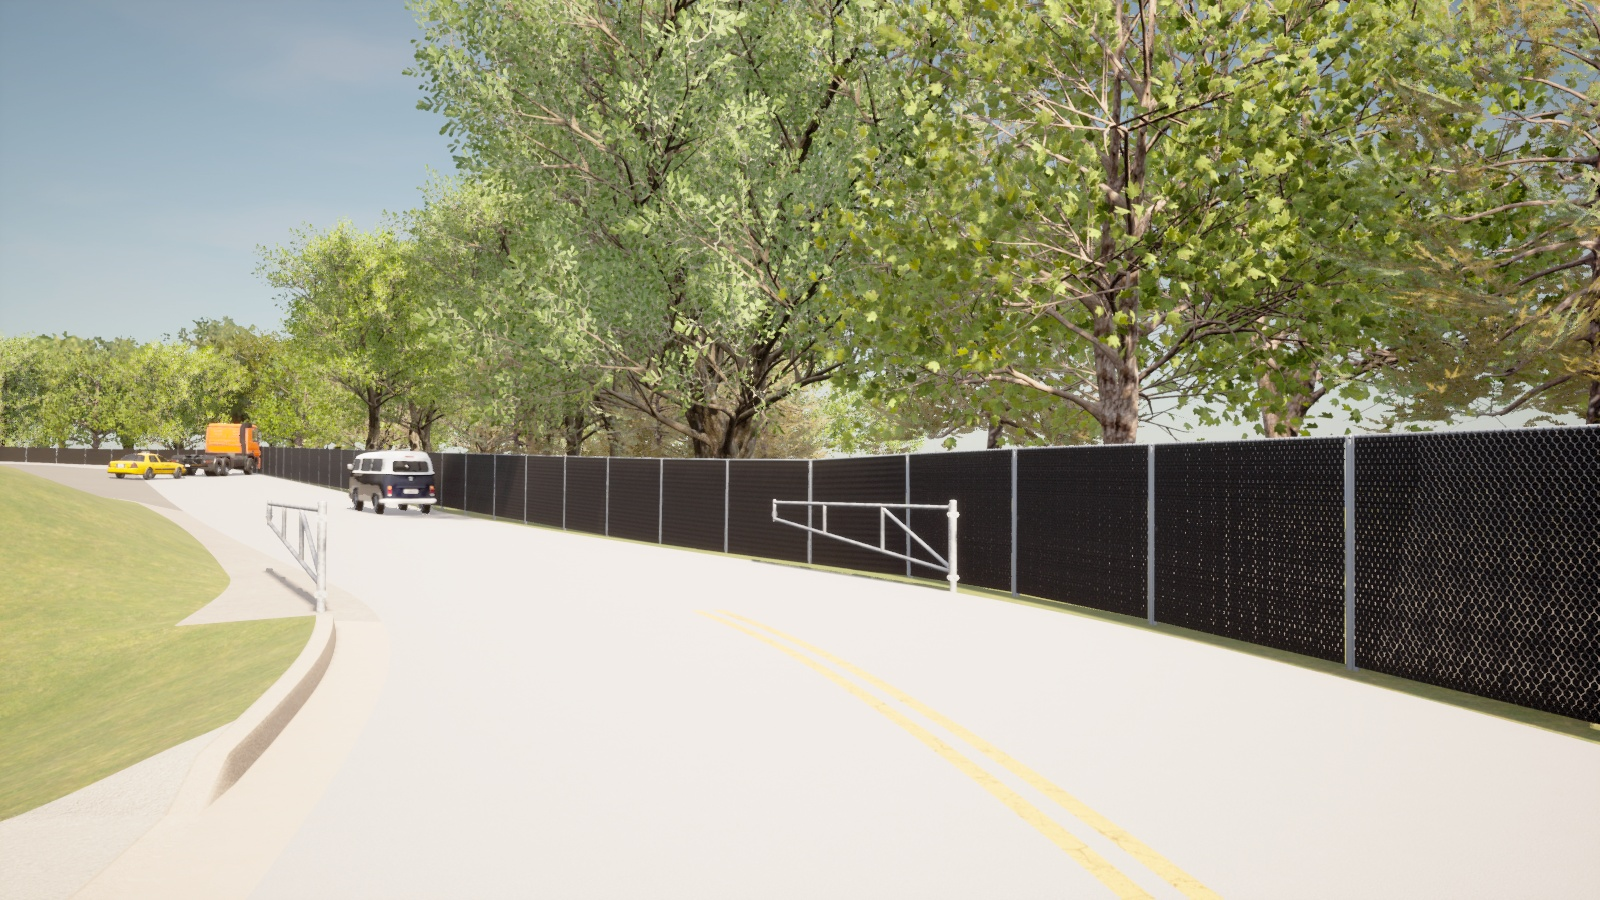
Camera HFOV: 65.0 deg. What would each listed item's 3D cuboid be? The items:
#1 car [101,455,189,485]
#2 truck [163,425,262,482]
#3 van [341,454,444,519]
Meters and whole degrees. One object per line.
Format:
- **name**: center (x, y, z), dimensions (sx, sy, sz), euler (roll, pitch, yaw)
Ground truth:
- **car**: center (-36.676, 1.127, 70.474), dimensions (1.801, 1.575, 5.366), euler (1, 0, 4)
- **truck**: center (-37.669, 0.210, 80.894), dimensions (2.891, 3.462, 7.936), euler (1, 0, -2)
- **van**: center (-13.582, 1.157, 41.718), dimensions (2.069, 2.038, 4.480), euler (1, 0, -34)
